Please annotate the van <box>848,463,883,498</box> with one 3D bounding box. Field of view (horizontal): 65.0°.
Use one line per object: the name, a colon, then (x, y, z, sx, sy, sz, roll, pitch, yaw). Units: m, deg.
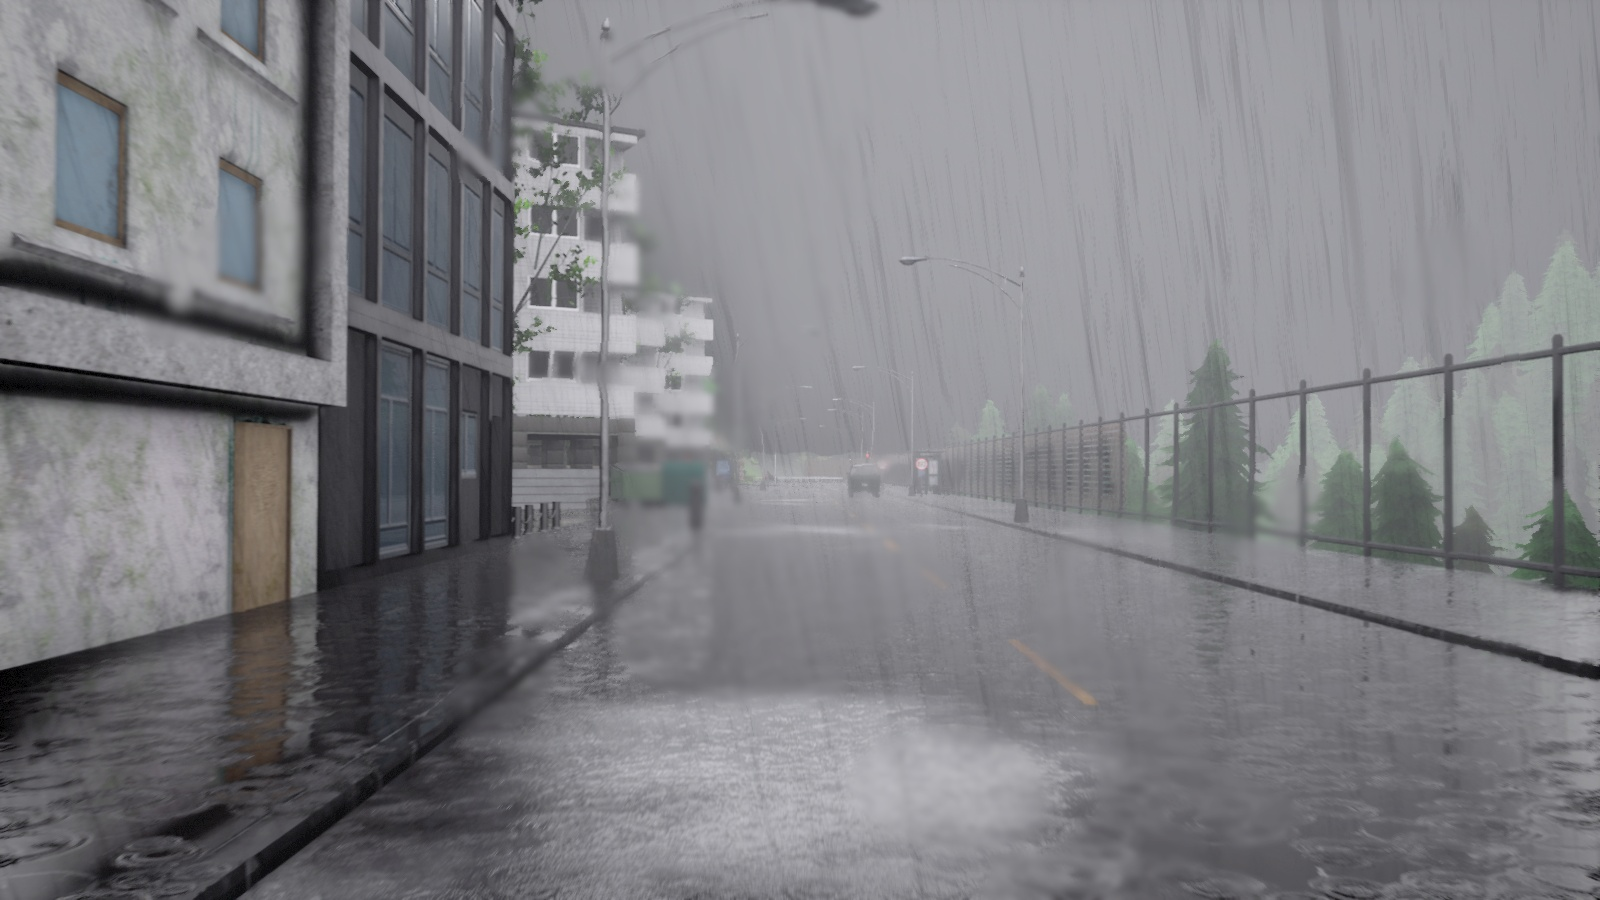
van: (3.809, 1.787, 73.758, 1.775, 1.987, 4.442, 0, -1, 0)
